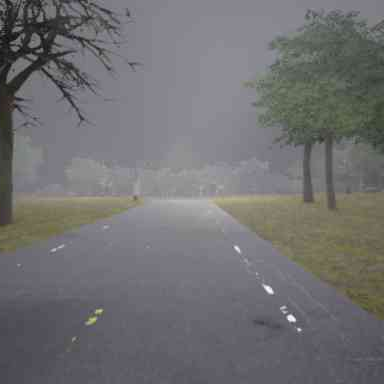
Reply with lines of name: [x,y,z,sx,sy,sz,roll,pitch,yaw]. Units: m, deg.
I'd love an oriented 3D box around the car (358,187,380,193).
car: [40.618,-0.348,76.279,4.674,1.442,1.812,-1,-2,-1]

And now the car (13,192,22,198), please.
car: [-37.834,0.581,68.829,4.902,1.511,2.128,-1,-2,1]
